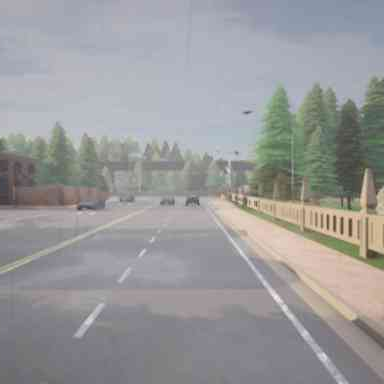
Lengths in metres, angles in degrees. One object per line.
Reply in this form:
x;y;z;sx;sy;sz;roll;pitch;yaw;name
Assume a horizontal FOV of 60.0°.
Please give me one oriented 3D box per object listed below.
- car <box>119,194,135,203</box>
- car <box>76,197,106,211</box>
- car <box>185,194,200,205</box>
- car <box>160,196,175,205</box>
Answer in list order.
-10.547;1.033;54.187;2.128;1.511;4.902;0;0;0;car
-10.587;1.247;35.400;2.033;1.411;5.357;0;1;0;car
0.112;1.103;47.429;1.837;1.490;4.892;0;0;0;car
-3.389;1.199;47.468;1.895;1.301;4.718;0;0;0;car
